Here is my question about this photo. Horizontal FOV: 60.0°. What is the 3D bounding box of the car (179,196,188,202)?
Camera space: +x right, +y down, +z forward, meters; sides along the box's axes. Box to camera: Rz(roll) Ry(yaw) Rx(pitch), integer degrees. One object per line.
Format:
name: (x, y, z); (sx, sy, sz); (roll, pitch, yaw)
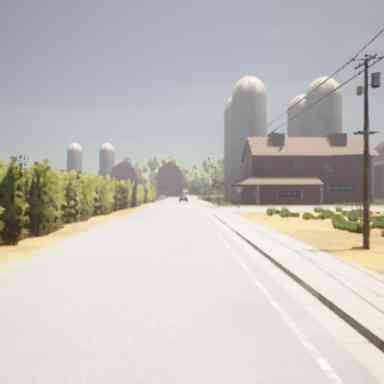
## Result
car: (-1.869, 1.454, 73.267); (1.994, 1.385, 4.181); (0, 0, -1)
